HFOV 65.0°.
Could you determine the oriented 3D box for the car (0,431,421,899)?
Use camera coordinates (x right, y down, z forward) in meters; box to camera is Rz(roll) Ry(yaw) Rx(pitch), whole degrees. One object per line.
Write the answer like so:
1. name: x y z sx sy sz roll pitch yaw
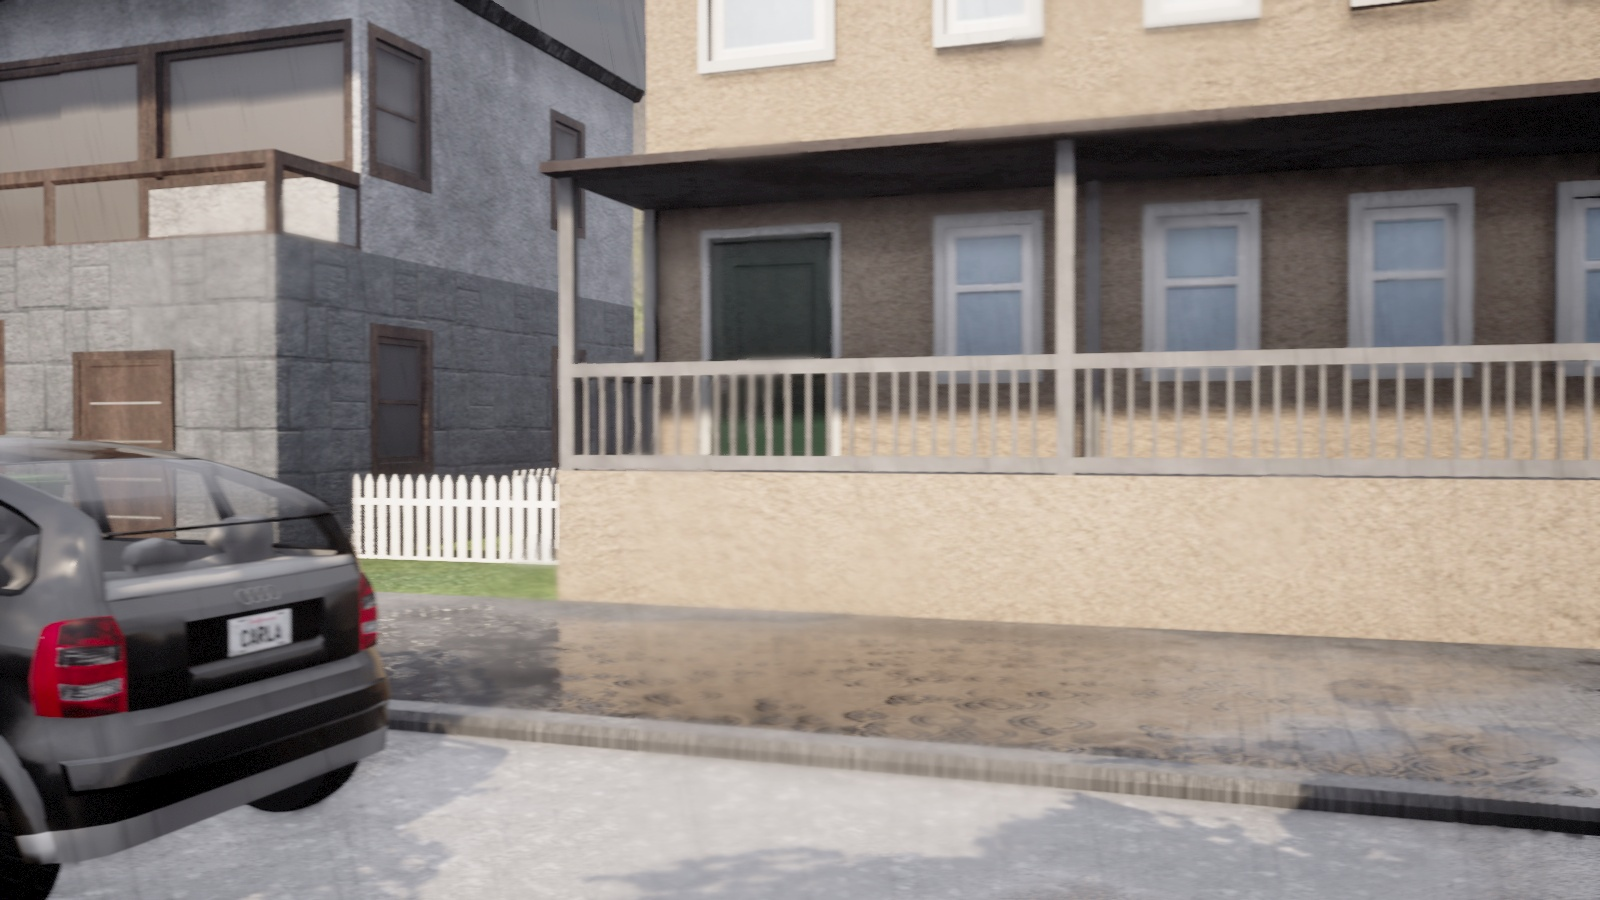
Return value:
1. car: -3.612 0.703 4.939 3.705 1.549 1.789 1 1 19
